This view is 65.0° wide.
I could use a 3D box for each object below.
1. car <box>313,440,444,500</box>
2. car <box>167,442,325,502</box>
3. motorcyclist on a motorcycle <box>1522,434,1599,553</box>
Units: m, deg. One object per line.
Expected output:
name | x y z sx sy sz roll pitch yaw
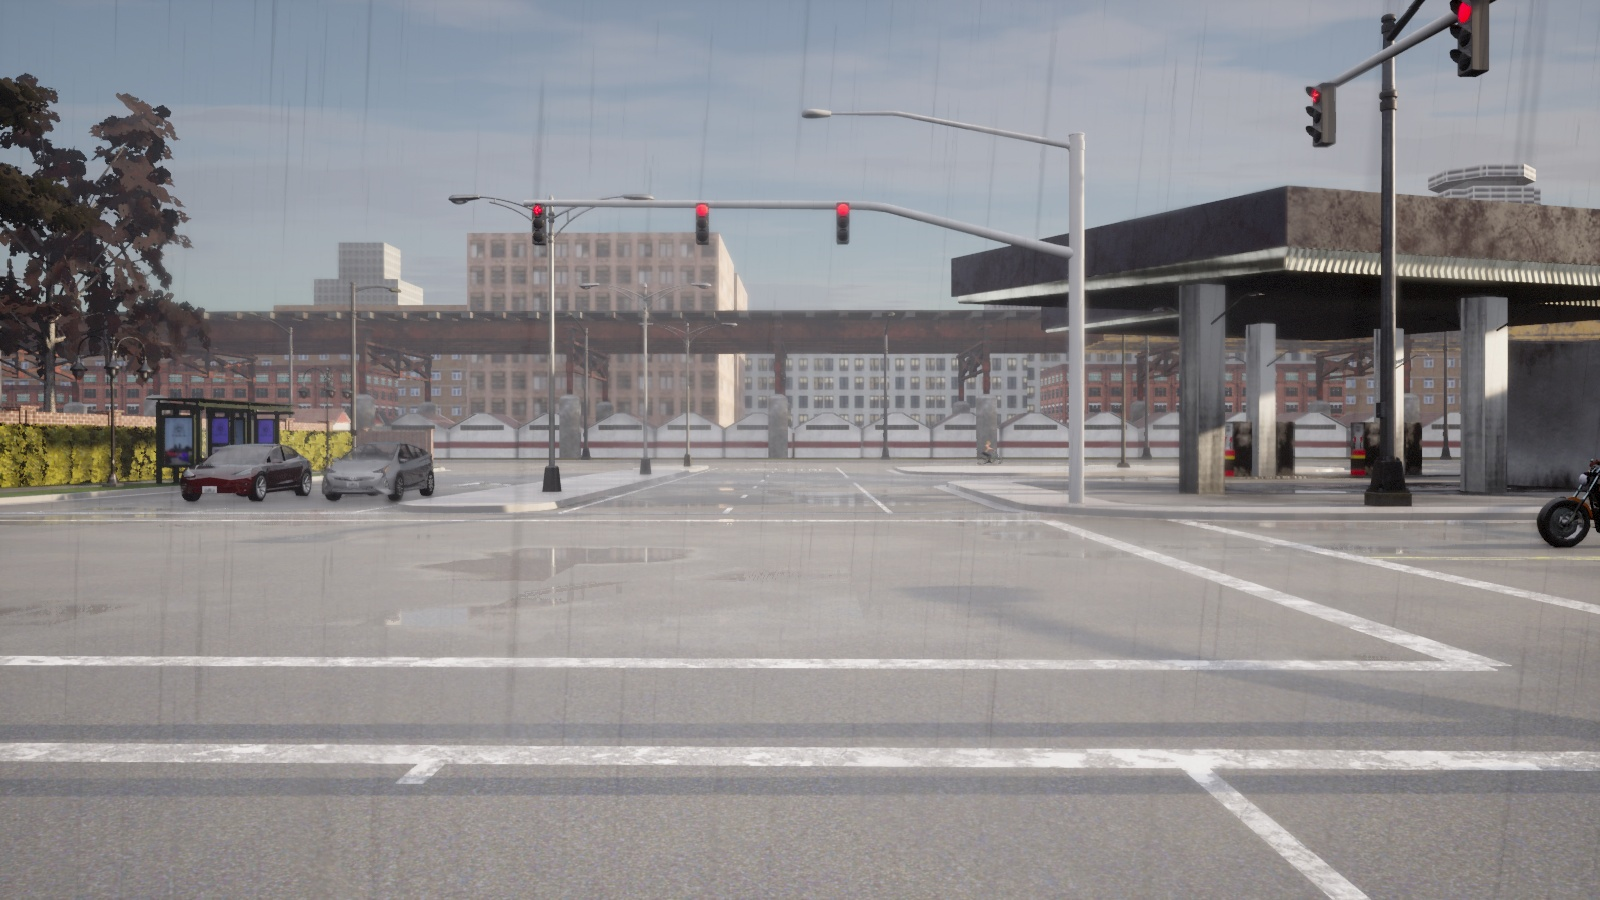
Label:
car | -11.300 0.492 34.023 2.007 1.525 4.514 0 0 0
car | -14.822 0.543 33.925 2.163 1.488 4.792 0 0 0
motorcyclist on a motorcycle | 11.649 0.606 17.834 2.350 1.649 0.766 0 0 -1
